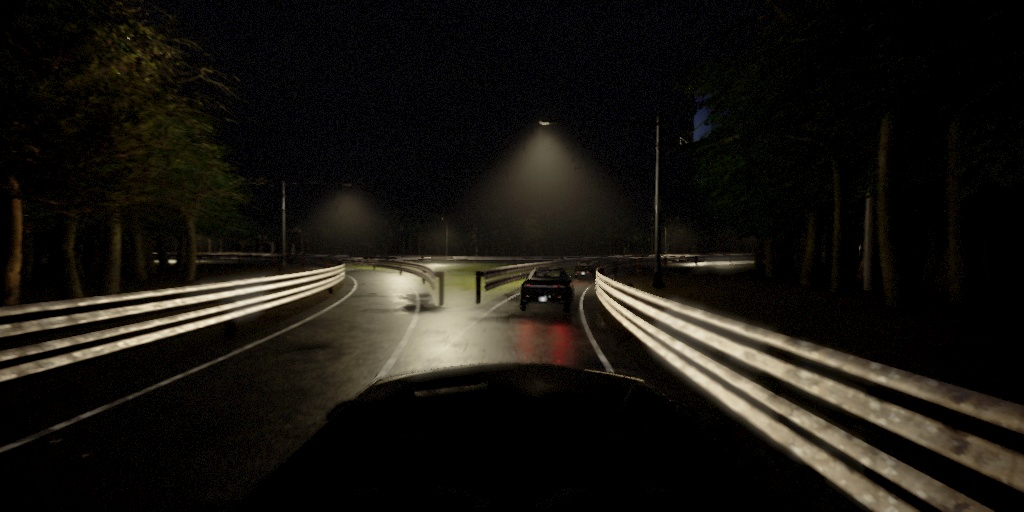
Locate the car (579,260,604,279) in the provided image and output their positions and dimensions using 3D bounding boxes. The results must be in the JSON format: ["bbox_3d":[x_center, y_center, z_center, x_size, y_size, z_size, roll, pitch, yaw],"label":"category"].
[{"bbox_3d":[6.804,1.112,31.333,1.837,1.490,4.892,0,1,25],"label":"car"}]

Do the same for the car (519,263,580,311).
[{"bbox_3d":[1.526,1.234,14.504,2.128,1.511,4.902,0,0,11],"label":"car"}]
